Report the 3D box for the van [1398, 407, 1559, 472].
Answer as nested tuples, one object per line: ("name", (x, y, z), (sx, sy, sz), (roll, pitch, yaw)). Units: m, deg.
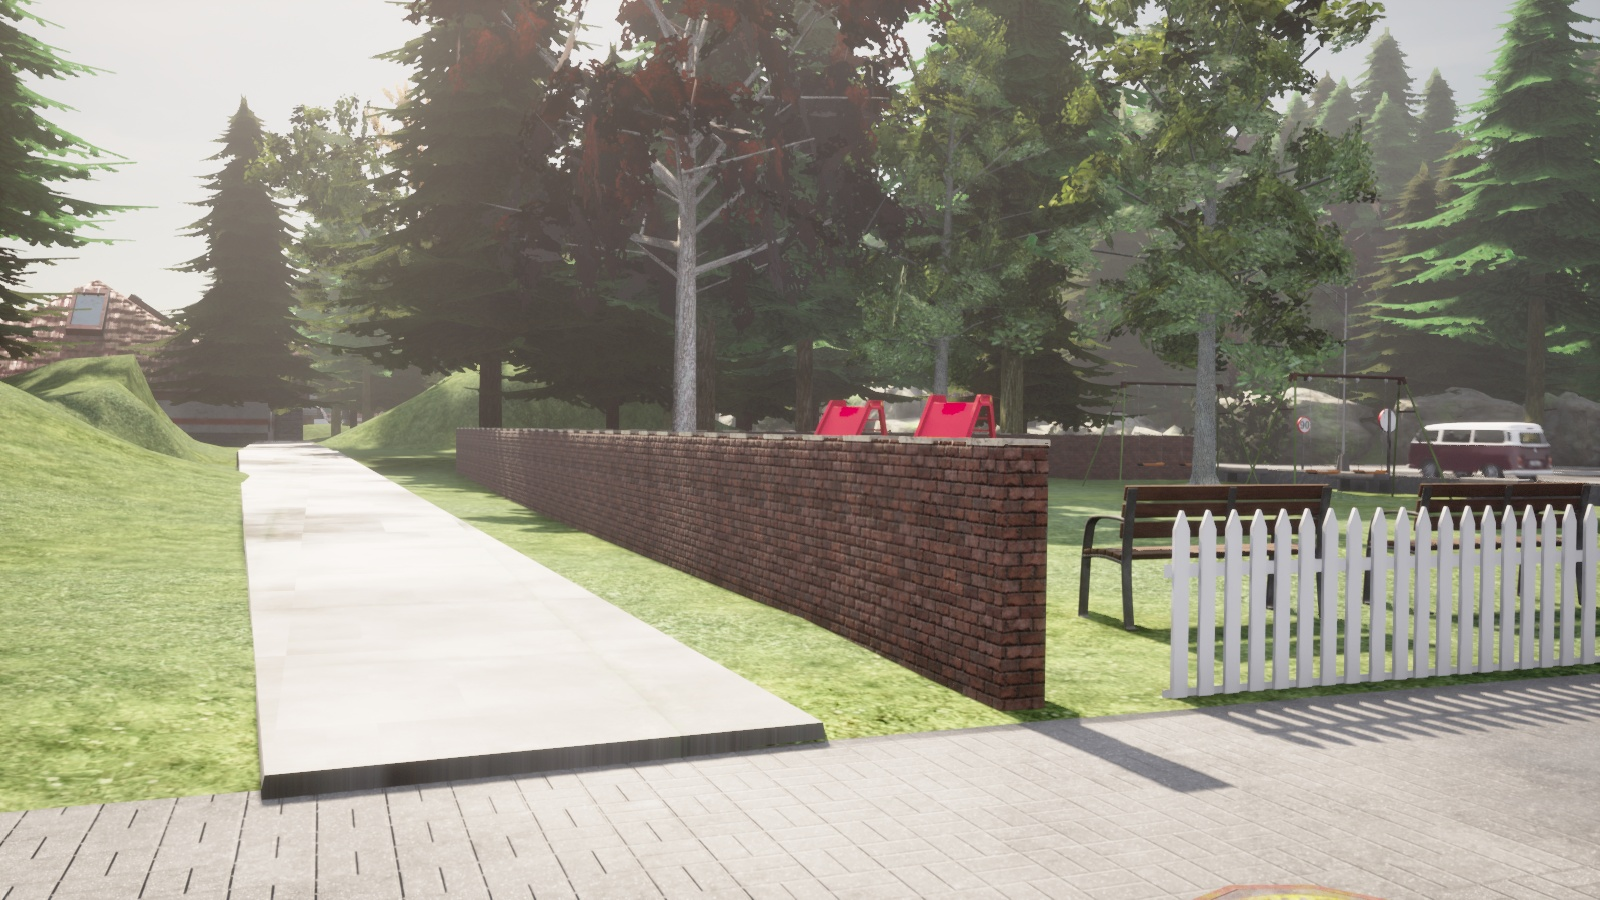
("van", (22.573, -0.396, 41.997), (2.069, 2.038, 4.480), (-1, 1, -21))
